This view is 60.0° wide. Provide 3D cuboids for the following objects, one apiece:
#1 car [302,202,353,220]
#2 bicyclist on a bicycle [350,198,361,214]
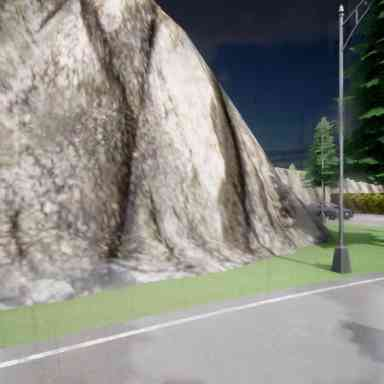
[{"bbox_3d":[11.298,1.564,27.960,1.994,1.385,4.181,0,0,-27],"label":"car"},{"bbox_3d":[16.381,1.453,33.343,1.656,1.620,0.582,0,0,-28],"label":"bicyclist on a bicycle"}]
